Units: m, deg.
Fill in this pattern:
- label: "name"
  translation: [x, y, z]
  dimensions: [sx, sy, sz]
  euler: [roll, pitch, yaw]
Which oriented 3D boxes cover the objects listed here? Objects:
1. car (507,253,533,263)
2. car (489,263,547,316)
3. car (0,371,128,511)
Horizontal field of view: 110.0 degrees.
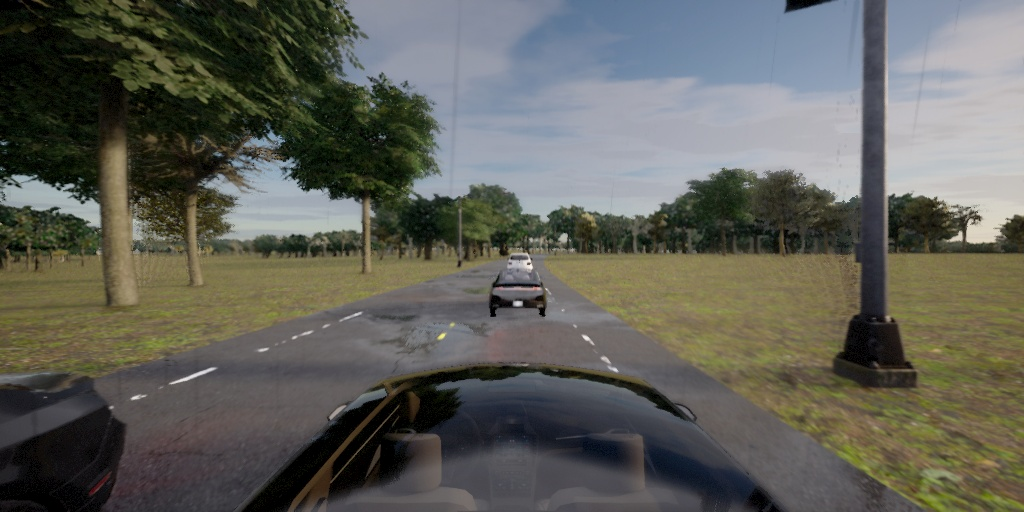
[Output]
- label: "car"
  translation: [0.724, 0.780, 32.823]
  dimensions: [2.150, 2.045, 5.566]
  euler: [0, 1, 2]
- label: "car"
  translation: [0.207, 1.188, 13.067]
  dimensions: [2.128, 1.511, 4.902]
  euler: [0, 0, 1]
- label: "car"
  translation: [-3.583, 1.256, 0.386]
  dimensions: [1.837, 1.490, 4.892]
  euler: [0, 0, 0]
